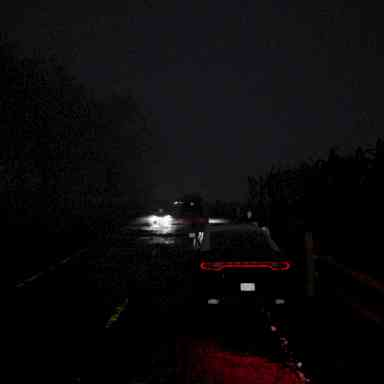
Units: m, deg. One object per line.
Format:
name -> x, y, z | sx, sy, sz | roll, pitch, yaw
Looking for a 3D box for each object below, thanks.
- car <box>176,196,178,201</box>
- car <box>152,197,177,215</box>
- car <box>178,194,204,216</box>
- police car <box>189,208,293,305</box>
car -> -2.850, 1.532, 75.082 | 2.033, 1.411, 5.357 | 0, 0, 0
car -> -2.895, 1.481, 33.230 | 2.128, 1.511, 4.902 | 0, 0, 0
car -> 0.013, 1.210, 32.929 | 2.150, 2.045, 5.566 | 0, 0, 0
police car -> 0.950, 1.422, 8.281 | 1.930, 1.638, 5.238 | 0, 0, 0
